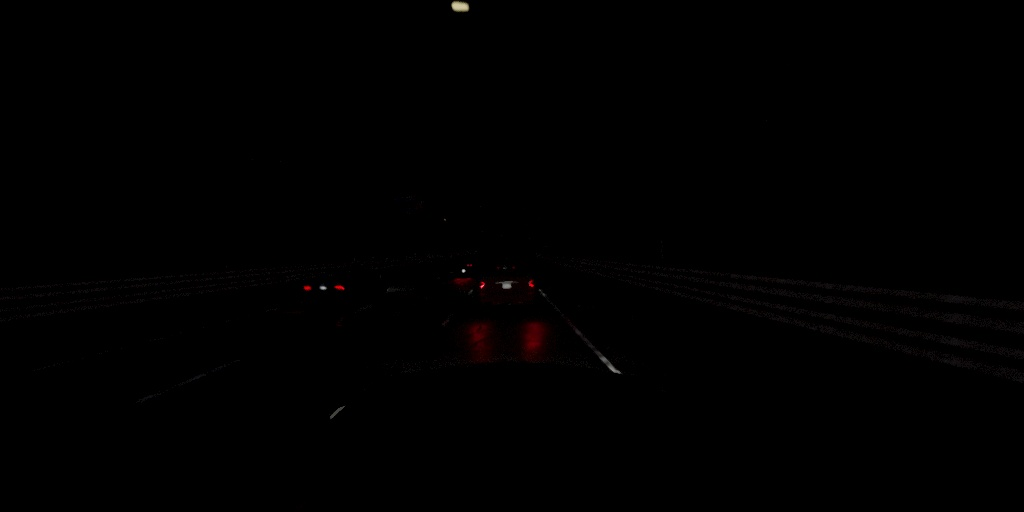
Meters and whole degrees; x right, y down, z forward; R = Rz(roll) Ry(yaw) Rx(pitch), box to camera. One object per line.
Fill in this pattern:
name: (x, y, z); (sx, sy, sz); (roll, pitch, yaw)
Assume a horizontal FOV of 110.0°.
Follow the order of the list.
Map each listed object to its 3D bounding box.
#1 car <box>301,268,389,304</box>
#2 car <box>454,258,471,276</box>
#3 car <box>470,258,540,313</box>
car: (-7.285, 1.245, 16.249); (2.033, 1.411, 5.357); (-1, 1, -1)
car: (-3.941, 0.913, 31.424); (1.837, 1.490, 4.892); (-1, 1, 0)
car: (-0.191, 0.938, 13.429); (2.097, 1.767, 4.553); (-1, 1, -1)
